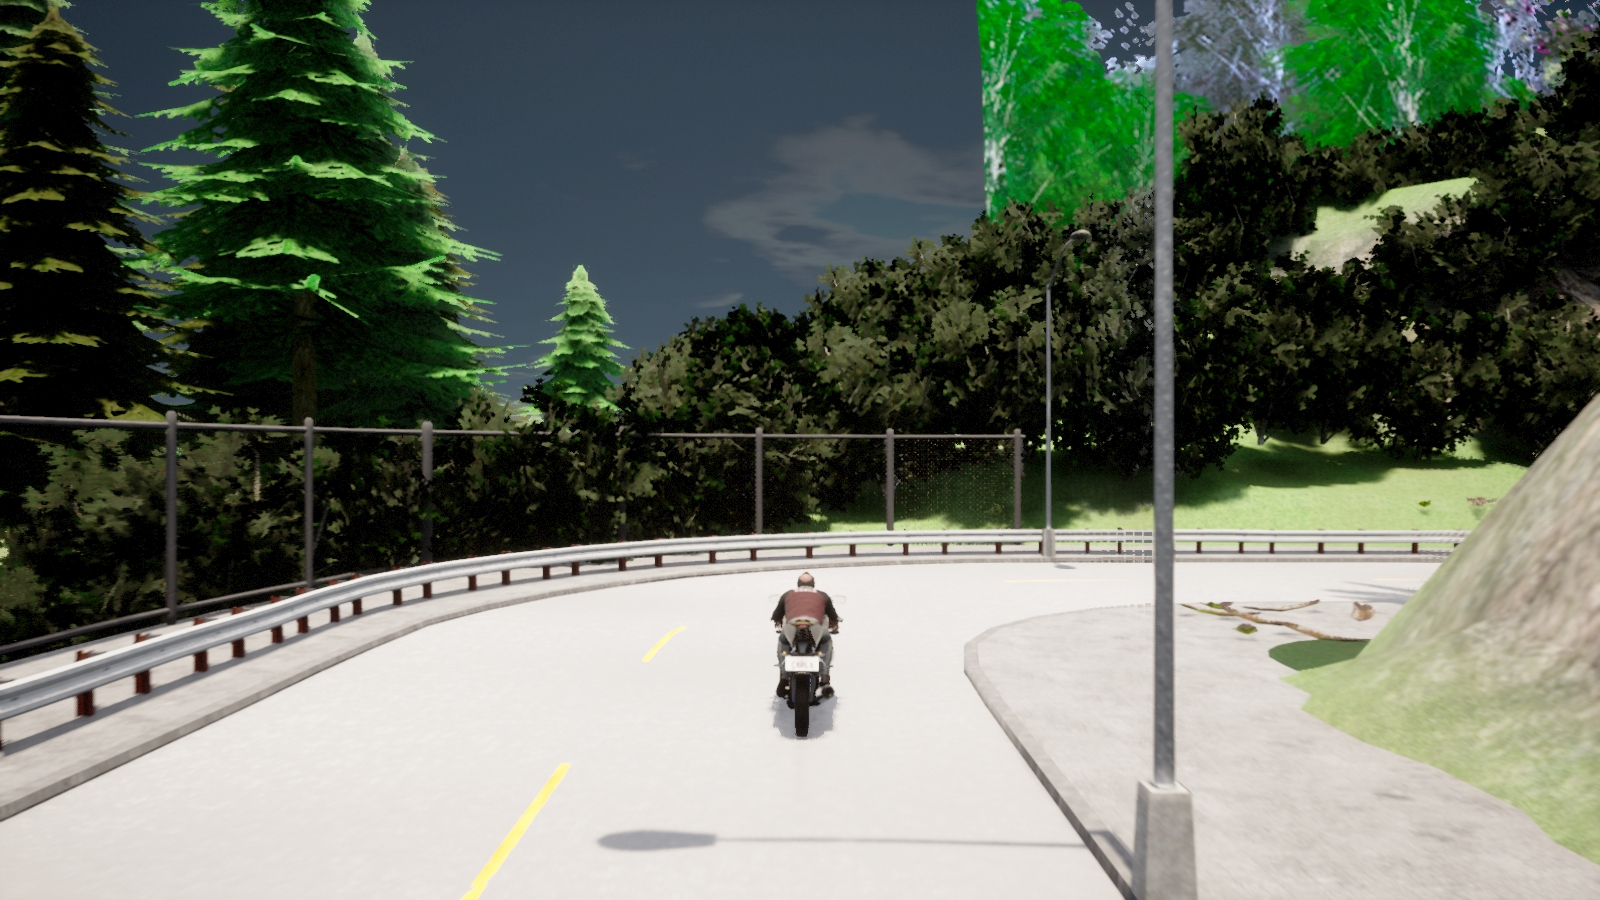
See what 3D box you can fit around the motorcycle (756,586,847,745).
[{"bbox_3d":[0.055,2.203,12.092,0.867,1.251,2.209,0,0,2],"label":"motorcycle"}]
